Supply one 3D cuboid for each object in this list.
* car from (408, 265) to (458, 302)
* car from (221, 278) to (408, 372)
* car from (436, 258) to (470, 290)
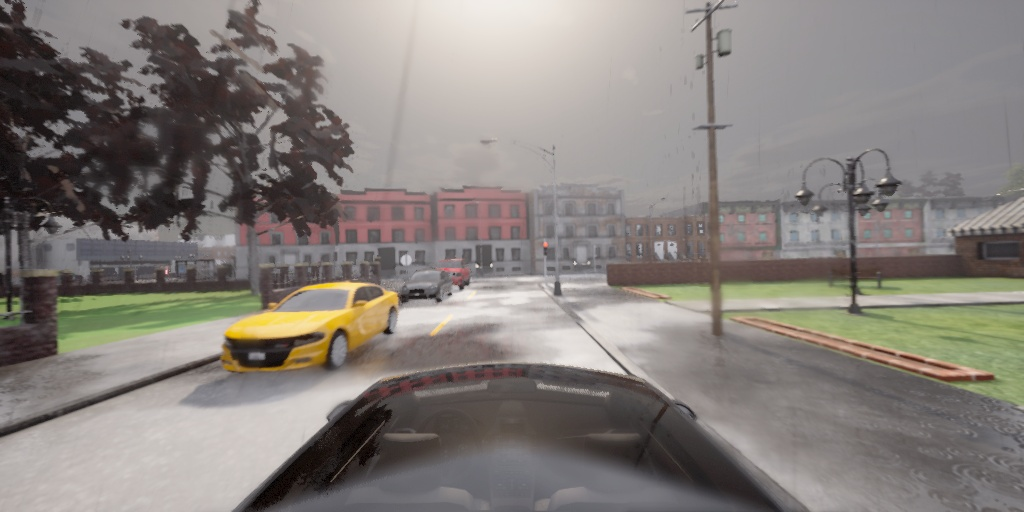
[{"bbox_3d":[-4.192,1.447,18.211,1.837,1.490,4.892,-2,0,0],"label":"car"},{"bbox_3d":[-4.148,1.370,8.303,1.882,1.535,5.008,-2,0,0],"label":"car"},{"bbox_3d":[-4.179,1.196,24.739,2.150,2.045,5.566,-2,0,0],"label":"car"}]
